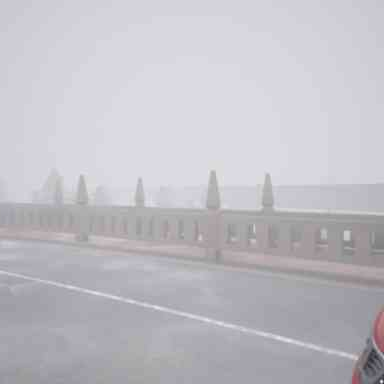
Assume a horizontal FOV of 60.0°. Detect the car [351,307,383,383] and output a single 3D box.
[{"bbox_3d":[3.648,1.213,1.234,5.566,2.045,2.150,0,0,36],"label":"car"}]
